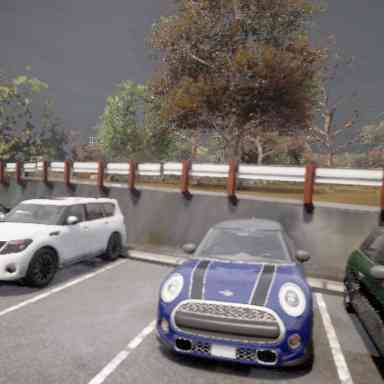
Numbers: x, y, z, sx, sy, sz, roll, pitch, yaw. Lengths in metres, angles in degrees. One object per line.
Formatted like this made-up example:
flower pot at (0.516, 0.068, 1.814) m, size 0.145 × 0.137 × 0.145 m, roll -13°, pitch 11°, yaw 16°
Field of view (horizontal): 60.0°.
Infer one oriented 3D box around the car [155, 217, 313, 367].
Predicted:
car at (0.992, 1.348, 6.171) m, size 2.185 × 1.767 × 4.553 m, roll 1°, pitch 0°, yaw 16°

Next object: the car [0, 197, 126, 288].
car at (-3.933, 1.191, 9.630) m, size 2.435 × 2.045 × 5.566 m, roll 1°, pitch 0°, yaw 16°

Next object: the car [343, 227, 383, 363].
car at (3.458, 1.363, 4.416) m, size 2.185 × 1.767 × 4.553 m, roll 1°, pitch 0°, yaw 16°
